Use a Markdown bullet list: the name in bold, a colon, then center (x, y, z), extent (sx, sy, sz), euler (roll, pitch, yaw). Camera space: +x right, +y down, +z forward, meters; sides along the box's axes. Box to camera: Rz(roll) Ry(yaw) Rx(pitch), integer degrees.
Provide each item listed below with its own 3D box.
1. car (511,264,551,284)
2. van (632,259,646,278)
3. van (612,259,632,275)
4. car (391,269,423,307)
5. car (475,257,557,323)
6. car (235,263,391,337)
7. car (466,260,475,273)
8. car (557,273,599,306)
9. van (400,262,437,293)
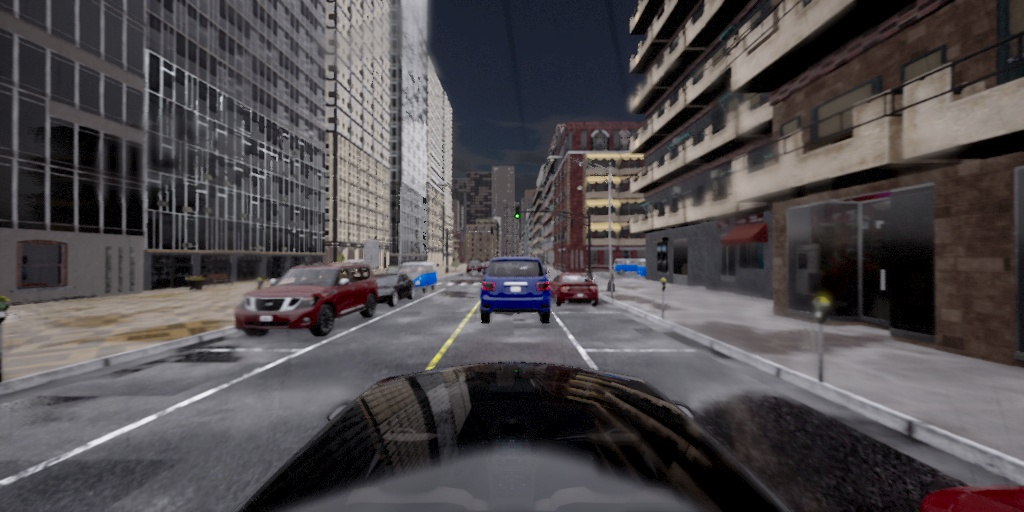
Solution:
- **car**: center (1.786, 1.505, 31.748), extent (1.882, 1.535, 5.008), euler (-1, -1, 24)
- **van**: center (13.747, 1.196, 33.433), extent (3.998, 1.789, 1.690), euler (0, 0, 0)
- **van**: center (13.726, 1.235, 41.814), extent (3.998, 1.789, 1.690), euler (0, 0, 0)
- **car**: center (-5.690, 1.448, 16.332), extent (1.948, 1.339, 4.313), euler (0, 0, 0)
- **car**: center (0.100, 1.068, 12.748), extent (2.150, 2.045, 5.566), euler (0, -1, 0)
- **car**: center (-5.690, 1.146, 10.809), extent (2.192, 1.841, 5.009), euler (0, 0, 0)
- **car**: center (-5.683, 1.564, 54.242), extent (2.192, 1.841, 5.009), euler (0, 0, 0)
- **car**: center (2.691, 1.428, 16.329), extent (1.888, 1.381, 4.507), euler (0, 0, 0)
- **van**: center (-5.689, 1.275, 21.854), extent (1.690, 1.789, 3.998), euler (0, 0, 0)
